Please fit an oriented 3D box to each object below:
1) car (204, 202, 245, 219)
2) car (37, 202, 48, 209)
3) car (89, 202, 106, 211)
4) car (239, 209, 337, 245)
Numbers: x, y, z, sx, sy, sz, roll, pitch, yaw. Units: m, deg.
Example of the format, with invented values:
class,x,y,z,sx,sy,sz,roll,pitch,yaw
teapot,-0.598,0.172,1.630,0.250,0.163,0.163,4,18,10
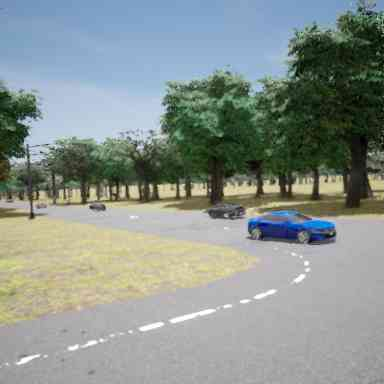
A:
class,x,y,z,sx,sy,sz,roll,pitch,yaw
car,3.108,1.808,32.530,1.837,1.490,4.892,-4,1,-36
car,-37.441,3.302,83.091,2.097,1.767,4.553,-4,1,-33
car,-17.549,2.655,61.435,2.128,1.511,4.902,-4,1,-36
car,5.119,1.789,17.719,1.882,1.535,5.008,-4,0,-36
